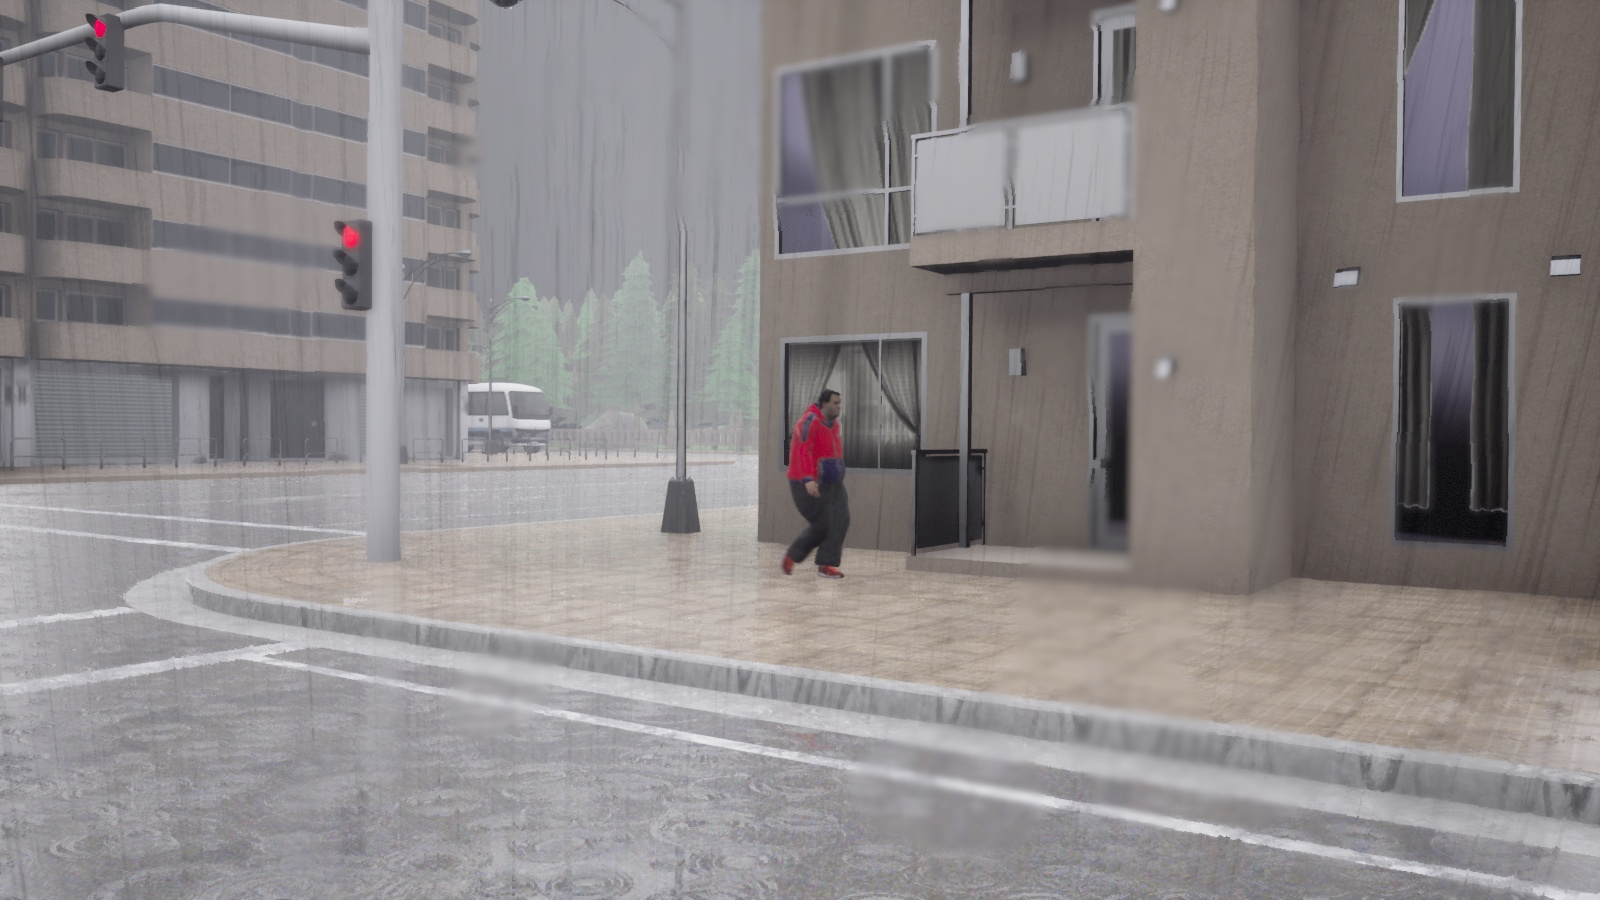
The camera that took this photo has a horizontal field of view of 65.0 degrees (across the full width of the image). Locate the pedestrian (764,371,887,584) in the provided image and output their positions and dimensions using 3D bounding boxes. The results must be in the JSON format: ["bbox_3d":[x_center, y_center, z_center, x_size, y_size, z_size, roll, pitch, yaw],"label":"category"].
[{"bbox_3d":[0.228,0.232,11.400,0.899,1.844,0.634,0,1,40],"label":"pedestrian"}]

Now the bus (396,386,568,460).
[{"bbox_3d":[-19.227,-1.559,75.637,10.273,4.253,3.944,0,1,32],"label":"bus"}]
